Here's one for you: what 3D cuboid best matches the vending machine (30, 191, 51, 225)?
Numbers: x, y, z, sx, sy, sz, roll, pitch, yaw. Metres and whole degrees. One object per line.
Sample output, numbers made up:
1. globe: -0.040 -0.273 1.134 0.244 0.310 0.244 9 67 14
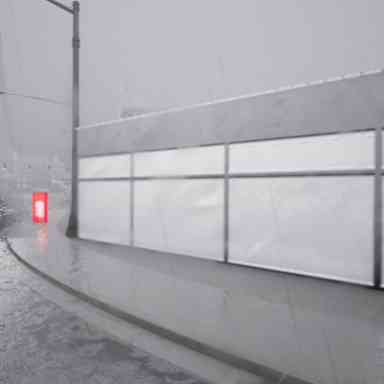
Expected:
1. vending machine: -9.612 1.006 21.141 1.100 2.100 0.880 0 0 -18
